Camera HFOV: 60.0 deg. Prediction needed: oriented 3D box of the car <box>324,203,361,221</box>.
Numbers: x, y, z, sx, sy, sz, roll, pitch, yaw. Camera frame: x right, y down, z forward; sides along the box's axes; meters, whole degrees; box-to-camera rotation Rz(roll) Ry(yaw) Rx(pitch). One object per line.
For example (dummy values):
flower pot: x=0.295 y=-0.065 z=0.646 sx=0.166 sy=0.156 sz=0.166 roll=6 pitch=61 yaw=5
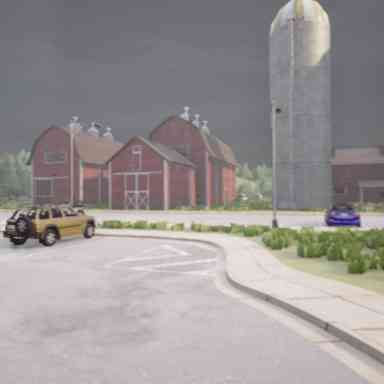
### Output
car: x=10.877 y=1.620 z=24.260 sx=2.242 sy=1.667 sz=4.611 roll=-1 pitch=-1 yaw=19

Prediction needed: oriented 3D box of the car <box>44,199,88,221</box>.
car: x=-12.050 y=1.691 z=32.025 sx=1.905 sy=1.878 sz=3.866 roll=-1 pitch=-1 yaw=19

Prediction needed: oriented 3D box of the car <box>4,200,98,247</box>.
car: x=-6.651 y=1.506 z=16.203 sx=1.932 sy=1.855 sz=4.605 roll=-1 pitch=-1 yaw=19

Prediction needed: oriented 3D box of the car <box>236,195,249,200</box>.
car: x=13.708 y=1.826 z=89.668 sx=3.866 sy=1.878 sz=1.905 roll=2 pitch=-7 yaw=-24
